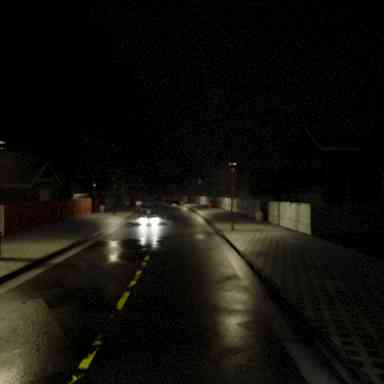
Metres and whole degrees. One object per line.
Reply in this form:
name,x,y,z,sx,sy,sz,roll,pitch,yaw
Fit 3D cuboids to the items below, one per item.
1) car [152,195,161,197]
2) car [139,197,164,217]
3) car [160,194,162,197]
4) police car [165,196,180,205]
car,-8.596,1.840,73.147,2.033,1.411,5.357,0,0,-9
car,-4.042,1.564,32.212,2.128,1.511,4.902,0,0,-4
car,-5.769,1.680,78.042,2.097,1.767,4.553,0,0,-10
police car,-3.389,1.635,62.283,1.930,1.638,5.238,0,0,-8
